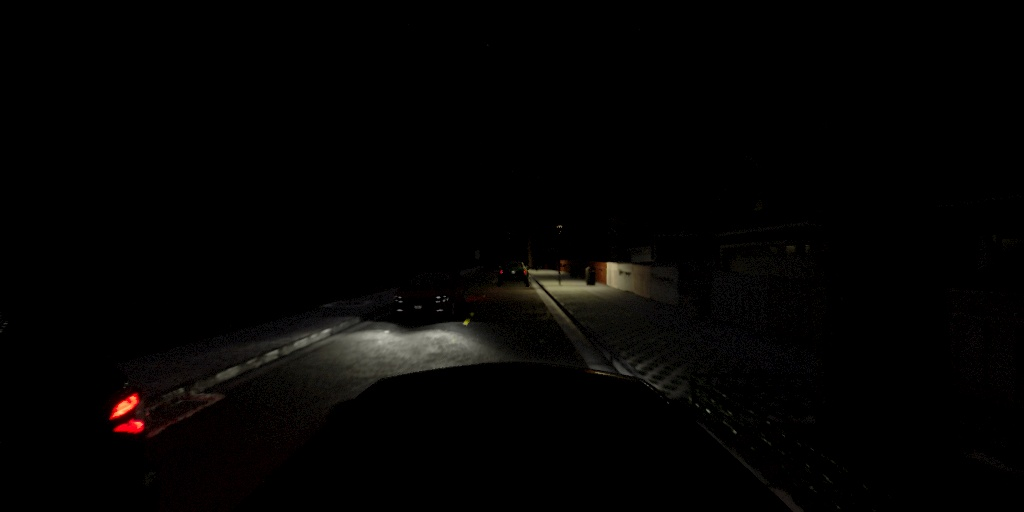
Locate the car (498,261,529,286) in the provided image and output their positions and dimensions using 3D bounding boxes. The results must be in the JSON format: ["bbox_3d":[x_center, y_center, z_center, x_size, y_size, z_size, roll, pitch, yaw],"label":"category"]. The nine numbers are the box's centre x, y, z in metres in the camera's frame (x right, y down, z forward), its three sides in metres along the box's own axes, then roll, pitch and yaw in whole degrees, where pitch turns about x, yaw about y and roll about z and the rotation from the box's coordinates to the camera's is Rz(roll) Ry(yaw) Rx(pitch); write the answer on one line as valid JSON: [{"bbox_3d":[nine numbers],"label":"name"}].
[{"bbox_3d":[0.093,1.102,25.597,2.097,1.767,4.553,0,0,0],"label":"car"}]

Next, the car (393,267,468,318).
[{"bbox_3d":[-2.818,1.227,13.271,1.882,1.535,5.008,0,1,0],"label":"car"}]
